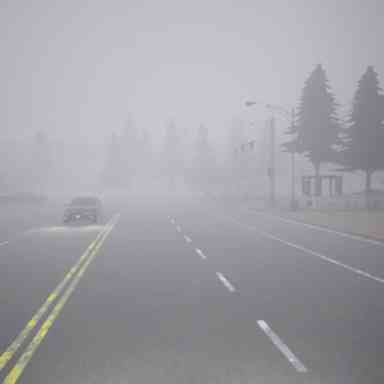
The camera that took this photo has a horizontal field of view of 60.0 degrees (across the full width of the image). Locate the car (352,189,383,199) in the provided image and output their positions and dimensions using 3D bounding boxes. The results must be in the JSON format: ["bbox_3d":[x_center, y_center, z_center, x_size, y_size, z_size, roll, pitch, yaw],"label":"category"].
[{"bbox_3d":[20.815,0.323,37.623,5.357,1.411,2.033,-1,2,-8],"label":"car"}]

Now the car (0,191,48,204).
[{"bbox_3d":[-19.256,0.617,37.817,5.357,1.411,2.033,0,2,7],"label":"car"}]

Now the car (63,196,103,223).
[{"bbox_3d":[-6.616,1.039,20.595,1.837,1.490,4.892,-1,2,-9],"label":"car"}]
